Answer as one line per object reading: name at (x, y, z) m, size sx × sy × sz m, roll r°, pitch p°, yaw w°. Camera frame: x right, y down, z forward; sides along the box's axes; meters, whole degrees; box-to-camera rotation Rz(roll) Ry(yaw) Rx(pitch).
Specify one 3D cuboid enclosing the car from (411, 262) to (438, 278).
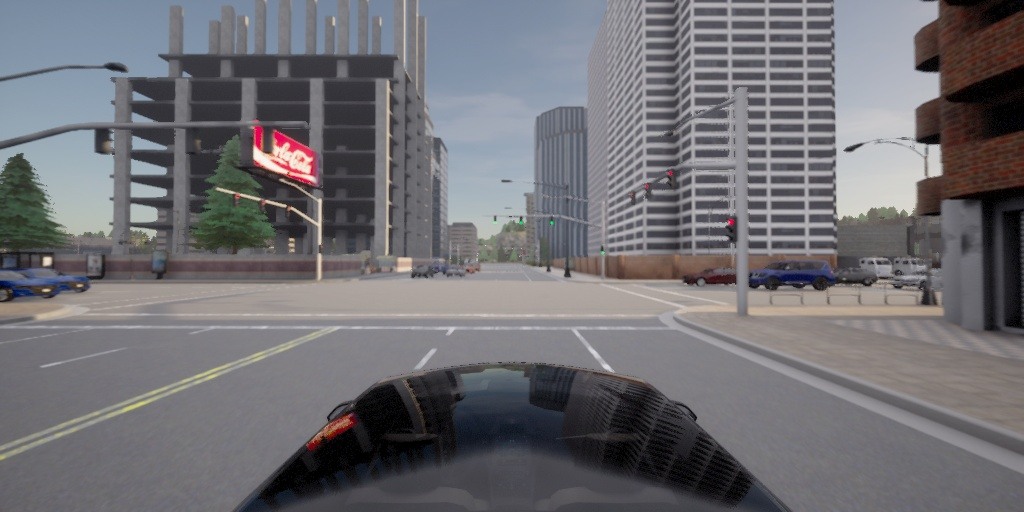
car at (-10.446, 1.831, 42.185) m, size 1.837 × 1.490 × 4.892 m, roll 0°, pitch -1°, yaw 0°

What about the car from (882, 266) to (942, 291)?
car at (29.438, 1.642, 25.132) m, size 4.674 × 1.442 × 1.812 m, roll 0°, pitch -1°, yaw 0°

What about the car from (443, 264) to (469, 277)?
car at (-6.934, 1.970, 44.939) m, size 1.895 × 1.301 × 4.718 m, roll 0°, pitch -1°, yaw 0°

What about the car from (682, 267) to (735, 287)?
car at (16.221, 1.632, 28.633) m, size 5.008 × 1.535 × 1.882 m, roll 0°, pitch -1°, yaw 0°

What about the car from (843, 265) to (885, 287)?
car at (26.157, 1.655, 28.637) m, size 4.902 × 1.511 × 2.128 m, roll 0°, pitch -1°, yaw 0°

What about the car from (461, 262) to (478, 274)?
car at (-6.873, 1.868, 55.050) m, size 2.097 × 1.767 × 4.553 m, roll 0°, pitch -1°, yaw 1°

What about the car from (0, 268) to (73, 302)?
car at (-25.709, 1.438, 17.873) m, size 5.008 × 1.535 × 1.882 m, roll 0°, pitch -1°, yaw 0°

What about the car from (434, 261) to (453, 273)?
car at (-10.398, 1.691, 52.042) m, size 2.150 × 2.045 × 5.566 m, roll 0°, pitch -1°, yaw -1°

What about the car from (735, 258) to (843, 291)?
car at (19.258, 1.328, 25.144) m, size 5.566 × 2.045 × 2.150 m, roll 0°, pitch -1°, yaw 0°

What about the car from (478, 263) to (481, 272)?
car at (-6.759, 2.013, 65.105) m, size 2.097 × 1.767 × 4.553 m, roll 0°, pitch -1°, yaw 0°

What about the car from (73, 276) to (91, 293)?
car at (-28.246, 1.487, 21.369) m, size 5.008 × 1.535 × 1.882 m, roll 0°, pitch -1°, yaw 0°
